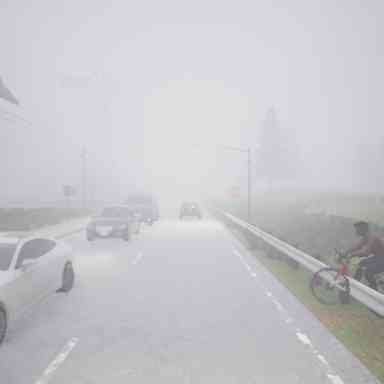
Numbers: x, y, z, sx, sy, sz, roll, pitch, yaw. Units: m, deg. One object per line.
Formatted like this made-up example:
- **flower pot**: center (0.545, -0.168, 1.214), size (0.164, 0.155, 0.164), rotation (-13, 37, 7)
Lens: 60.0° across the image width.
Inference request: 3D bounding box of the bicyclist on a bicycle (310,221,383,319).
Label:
- **bicyclist on a bicycle**: center (3.046, 1.363, 5.918), size (1.656, 1.620, 0.582), rotation (11, 3, 14)

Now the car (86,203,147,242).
- **car**: center (-3.731, 1.492, 16.448), size (2.128, 1.511, 4.902), rotation (0, 0, 0)

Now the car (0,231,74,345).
- **car**: center (-3.646, 1.525, 6.148), size (1.812, 1.442, 4.674), rotation (0, 0, 0)

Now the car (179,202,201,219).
- **car**: center (-0.148, 1.546, 29.315), size (2.033, 1.411, 5.357), rotation (0, 0, 0)

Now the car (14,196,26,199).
- **car**: center (-32.841, 1.518, 63.499), size (1.784, 1.438, 3.905), rotation (0, 0, -1)

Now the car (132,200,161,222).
- **car**: center (-3.799, 1.558, 28.471), size (1.812, 1.442, 4.674), rotation (0, 2, 0)

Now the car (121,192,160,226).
- **car**: center (-3.695, 1.158, 23.792), size (2.150, 2.045, 5.566), rotation (0, 3, -1)
